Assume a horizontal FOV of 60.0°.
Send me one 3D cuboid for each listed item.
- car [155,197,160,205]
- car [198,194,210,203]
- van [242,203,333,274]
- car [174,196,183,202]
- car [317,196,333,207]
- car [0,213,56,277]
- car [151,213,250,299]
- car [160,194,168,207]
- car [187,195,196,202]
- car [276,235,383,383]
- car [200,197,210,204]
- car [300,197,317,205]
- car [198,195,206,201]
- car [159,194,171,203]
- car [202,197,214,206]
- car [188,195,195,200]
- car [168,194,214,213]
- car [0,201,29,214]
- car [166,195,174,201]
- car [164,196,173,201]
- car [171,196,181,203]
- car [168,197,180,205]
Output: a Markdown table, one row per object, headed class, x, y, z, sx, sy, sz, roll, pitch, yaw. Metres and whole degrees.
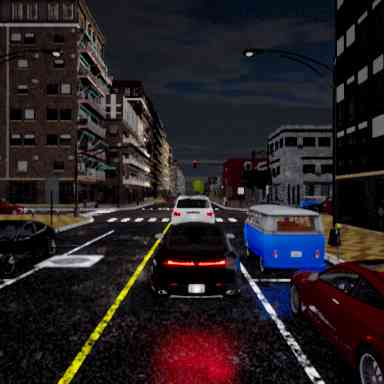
| class | x | y | z | sx | sy | sz | roll | pitch | yaw |
| --- | --- | --- | --- | --- | --- | --- | --- | --- | --- |
| car | -5.814 | 1.539 | 60.403 | 1.752 | 1.417 | 4.829 | 0 | 0 | 0 |
| car | 2.544 | 1.340 | 71.670 | 2.192 | 1.841 | 5.009 | 0 | 0 | 0 |
| van | 2.639 | 1.337 | 10.265 | 1.690 | 1.788 | 3.998 | 0 | 0 | 0 |
| car | -3.164 | 1.585 | 78.135 | 1.994 | 1.385 | 4.181 | 0 | 0 | 0 |
| car | 14.857 | 1.343 | 31.182 | 5.009 | 1.841 | 2.192 | 0 | 0 | 0 |
| car | -5.709 | 1.562 | 10.273 | 1.947 | 1.339 | 4.313 | 0 | 0 | 0 |
| car | 0.080 | 1.501 | 8.447 | 1.837 | 1.490 | 4.892 | 0 | 0 | 0 |
| car | -3.204 | 1.357 | 50.120 | 2.097 | 1.767 | 4.553 | 0 | 0 | 0 |
| car | -0.170 | 1.577 | 81.435 | 2.033 | 1.411 | 5.357 | 0 | 0 | 0 |
| car | 2.651 | 1.580 | 4.576 | 1.802 | 1.307 | 4.206 | 0 | 0 | 0 |
| car | 2.555 | 1.600 | 66.130 | 1.802 | 1.307 | 4.206 | 0 | 0 | 0 |
| car | 15.068 | 1.602 | 36.935 | 5.357 | 1.411 | 2.033 | 0 | 0 | 2 |
| car | 2.508 | 1.599 | 88.287 | 2.008 | 1.369 | 4.403 | 0 | 0 | 0 |
| car | -5.837 | 1.340 | 71.652 | 2.192 | 1.841 | 5.009 | 0 | 0 | 0 |
| car | 2.578 | 1.534 | 55.222 | 1.752 | 1.417 | 4.829 | 0 | 0 | 0 |
| car | -0.191 | 1.538 | 91.885 | 1.895 | 1.301 | 4.718 | 0 | 0 | 0 |
| car | 0.051 | 1.216 | 18.448 | 2.150 | 2.045 | 5.566 | 0 | 0 | 0 |
| car | -17.531 | 1.519 | 31.035 | 4.206 | 1.307 | 1.802 | 0 | 0 | 0 |
| car | -5.872 | 1.573 | 88.099 | 1.752 | 1.417 | 4.829 | 0 | 0 | 0 |
| car | -5.861 | 1.590 | 82.730 | 2.008 | 1.369 | 4.403 | 0 | 0 | 0 |
| car | -3.156 | 1.546 | 68.120 | 1.812 | 1.442 | 4.674 | 0 | 0 | 0 |
| car | -3.199 | 1.613 | 59.063 | 1.895 | 1.301 | 4.718 | 0 | 0 | 0 |
